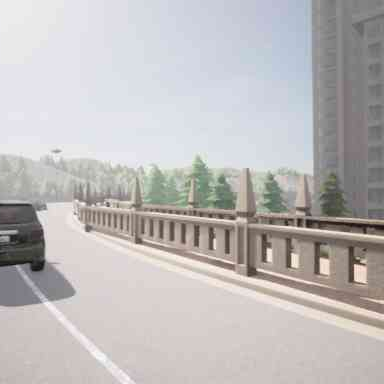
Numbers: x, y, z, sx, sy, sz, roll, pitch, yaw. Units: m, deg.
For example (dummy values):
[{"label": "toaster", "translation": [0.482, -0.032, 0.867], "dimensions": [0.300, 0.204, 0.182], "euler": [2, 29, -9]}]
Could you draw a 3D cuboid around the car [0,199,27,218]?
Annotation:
[{"label": "car", "translation": [-17.138, 1.491, 31.556], "dimensions": [1.882, 1.535, 5.008], "euler": [0, 0, -17]}]

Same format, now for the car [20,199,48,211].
[{"label": "car", "translation": [-19.501, 1.569, 41.274], "dimensions": [1.994, 1.385, 4.181], "euler": [0, 0, -9]}]

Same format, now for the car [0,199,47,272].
[{"label": "car", "translation": [-6.021, 1.232, 10.240], "dimensions": [2.150, 2.045, 5.566], "euler": [0, 0, -33]}]
